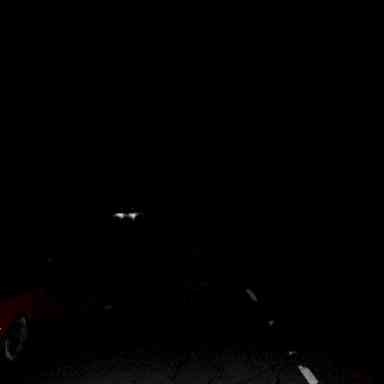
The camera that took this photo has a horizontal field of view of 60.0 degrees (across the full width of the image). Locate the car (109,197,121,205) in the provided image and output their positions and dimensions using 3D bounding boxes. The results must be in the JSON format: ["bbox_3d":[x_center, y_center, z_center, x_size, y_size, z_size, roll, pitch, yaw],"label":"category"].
[{"bbox_3d":[-20.509,2.286,89.024,2.150,2.045,5.566,-2,1,-27],"label":"car"}]

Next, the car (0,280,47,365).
[{"bbox_3d":[-3.200,1.617,3.080,1.895,1.301,4.718,0,0,-2],"label":"car"}]

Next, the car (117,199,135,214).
[{"bbox_3d":[-9.062,2.167,46.330,1.882,1.535,5.008,-1,-1,-14],"label":"car"}]
